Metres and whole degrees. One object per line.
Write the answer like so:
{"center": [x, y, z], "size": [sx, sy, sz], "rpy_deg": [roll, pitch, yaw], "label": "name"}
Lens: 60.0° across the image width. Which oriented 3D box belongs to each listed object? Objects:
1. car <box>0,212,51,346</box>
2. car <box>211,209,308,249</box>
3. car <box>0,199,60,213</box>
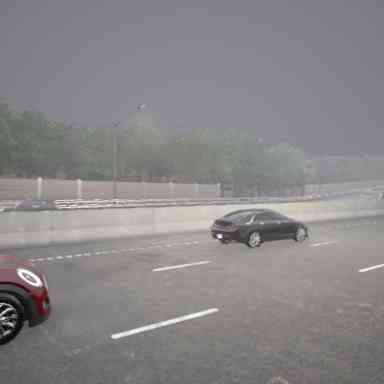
{"center": [-4.539, 1.350, 4.805], "size": [4.553, 1.767, 2.097], "rpy_deg": [0, 0, -35], "label": "car"}
{"center": [3.068, 1.490, 14.509], "size": [4.892, 1.490, 1.837], "rpy_deg": [0, 0, -35], "label": "car"}
{"center": [-12.427, 1.346, 25.211], "size": [4.553, 1.767, 2.097], "rpy_deg": [0, 0, -35], "label": "car"}
